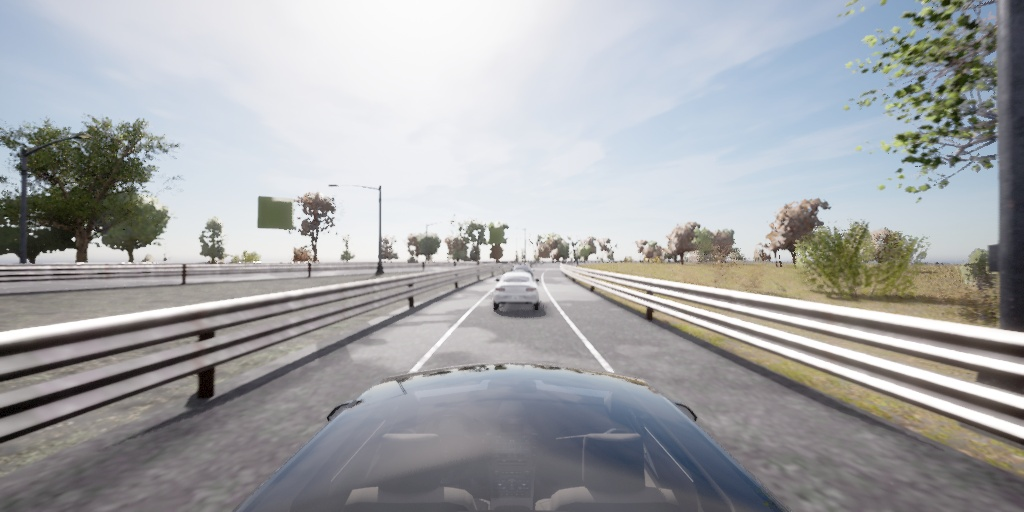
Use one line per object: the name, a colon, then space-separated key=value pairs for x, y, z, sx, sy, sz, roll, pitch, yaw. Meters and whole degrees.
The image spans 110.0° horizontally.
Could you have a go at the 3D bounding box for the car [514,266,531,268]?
car: x=0.894 y=1.551 z=30.212 sx=1.837 sy=1.490 sz=4.892 roll=0 pitch=0 yaw=4

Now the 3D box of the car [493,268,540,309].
car: x=0.224 y=1.420 z=15.679 sx=1.812 sy=1.442 sz=4.674 roll=0 pitch=0 yaw=2
